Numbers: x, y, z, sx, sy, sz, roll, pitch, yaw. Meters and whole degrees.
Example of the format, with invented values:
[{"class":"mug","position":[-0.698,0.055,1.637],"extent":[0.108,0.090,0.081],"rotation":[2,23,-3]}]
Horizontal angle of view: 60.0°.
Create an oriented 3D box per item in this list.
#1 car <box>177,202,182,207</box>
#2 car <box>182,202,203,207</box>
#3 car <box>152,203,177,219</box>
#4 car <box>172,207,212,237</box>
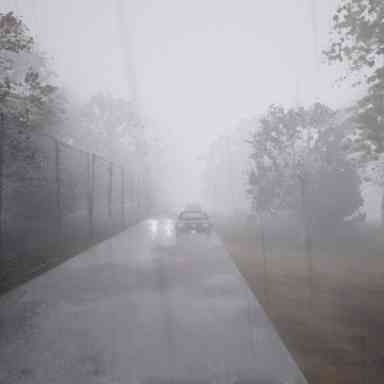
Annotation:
[{"class":"car","position":[-2.549,2.781,73.676],"extent":[1.895,1.301,4.718],"rotation":[0,-1,0]},{"class":"car","position":[0.107,1.886,36.666],"extent":[1.837,1.490,4.892],"rotation":[0,-1,0]},{"class":"car","position":[-2.850,1.916,33.206],"extent":[1.895,1.301,4.718],"rotation":[0,-1,0]},{"class":"car","position":[0.079,1.711,18.725],"extent":[1.895,1.301,4.718],"rotation":[0,-1,0]}]
